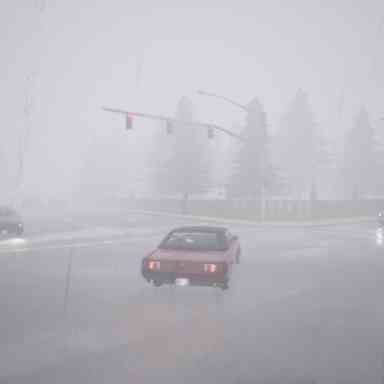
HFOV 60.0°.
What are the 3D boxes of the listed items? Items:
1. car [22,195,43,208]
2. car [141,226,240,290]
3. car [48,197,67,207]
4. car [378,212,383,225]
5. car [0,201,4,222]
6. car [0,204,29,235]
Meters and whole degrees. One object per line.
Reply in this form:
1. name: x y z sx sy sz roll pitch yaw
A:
1. car: -22.768 1.298 47.470 2.097 1.767 4.553 0 0 -36
2. car: 0.266 1.595 9.150 1.895 1.301 4.718 0 0 12
3. car: -19.941 1.474 49.533 1.812 1.442 4.674 0 0 -35
4. car: 14.540 1.601 22.495 4.718 1.301 1.895 0 0 -36
5. car: -16.519 1.458 26.472 2.128 1.511 4.902 0 0 -36
6. car: -10.494 1.525 18.072 2.033 1.411 5.357 0 0 -35
